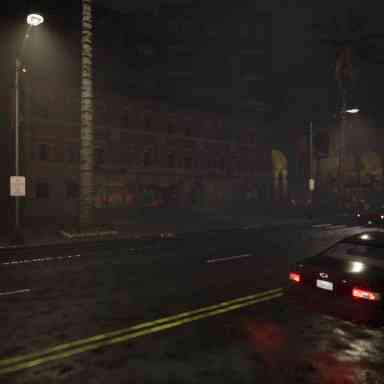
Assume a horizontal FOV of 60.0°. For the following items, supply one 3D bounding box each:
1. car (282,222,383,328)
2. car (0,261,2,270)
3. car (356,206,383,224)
[{"bbox_3d":[4.182,1.547,6.844,5.357,1.411,2.033,0,0,-36],"label":"car"},{"bbox_3d":[-7.000,1.352,7.548,4.553,1.767,2.097,0,0,-36],"label":"car"},{"bbox_3d":[12.877,1.601,22.063,4.718,1.301,1.895,0,0,-36],"label":"car"}]
